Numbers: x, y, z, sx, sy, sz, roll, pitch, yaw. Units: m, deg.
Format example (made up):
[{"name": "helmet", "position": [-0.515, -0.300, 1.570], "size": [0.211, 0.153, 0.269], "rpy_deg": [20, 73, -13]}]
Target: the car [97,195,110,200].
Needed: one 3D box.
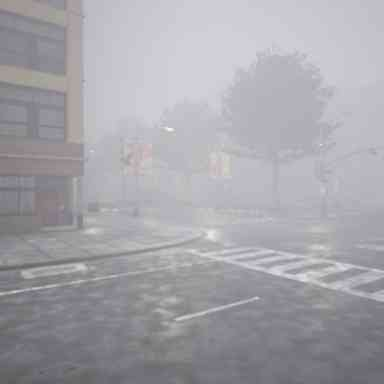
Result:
[{"name": "car", "position": [-23.599, 1.439, 88.300], "size": [1.895, 1.301, 4.718], "rpy_deg": [0, 0, -36]}]

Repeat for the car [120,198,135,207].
[{"name": "car", "position": [-10.119, 1.553, 49.863], "size": [1.895, 1.301, 4.718], "rpy_deg": [0, 0, -35]}]

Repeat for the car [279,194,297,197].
[{"name": "car", "position": [18.800, 1.192, 69.534], "size": [2.002, 1.452, 4.674], "rpy_deg": [0, 0, -36]}]

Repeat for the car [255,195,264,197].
[{"name": "car", "position": [17.973, 1.318, 83.467], "size": [1.895, 1.301, 4.718], "rpy_deg": [0, 0, -36]}]

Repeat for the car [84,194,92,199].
[{"name": "car", "position": [-26.405, 1.207, 86.206], "size": [2.097, 1.767, 4.553], "rpy_deg": [0, 0, -36]}]

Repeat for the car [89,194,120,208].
[{"name": "car", "position": [-12.433, 1.437, 47.069], "size": [1.882, 1.535, 5.008], "rpy_deg": [0, 0, -35]}]

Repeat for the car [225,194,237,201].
[{"name": "car", "position": [8.322, 1.295, 77.016], "size": [2.161, 1.482, 4.786], "rpy_deg": [0, 0, -36]}]
